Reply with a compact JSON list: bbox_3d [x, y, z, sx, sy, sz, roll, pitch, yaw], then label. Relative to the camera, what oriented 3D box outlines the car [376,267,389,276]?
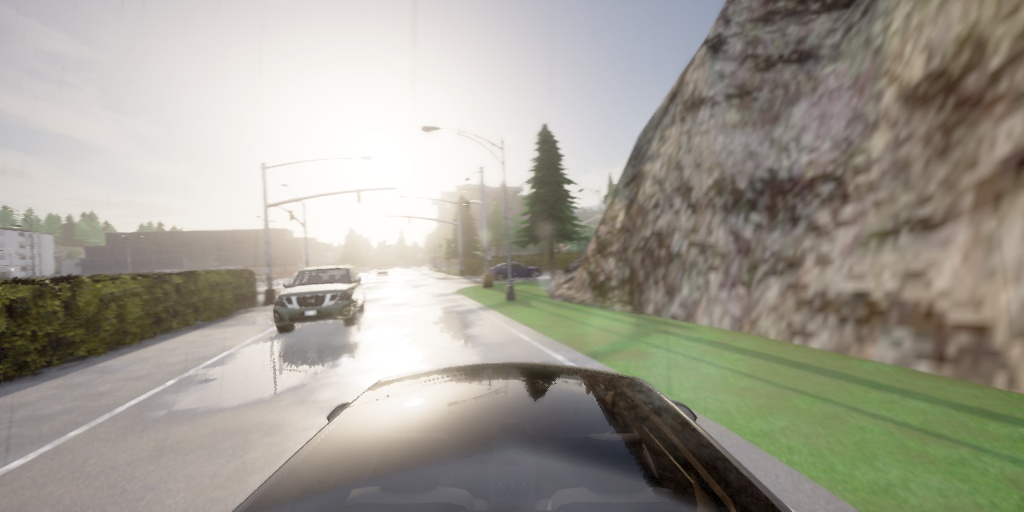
[{"bbox_3d":[-21.493,2.576,59.830,2.033,1.411,5.357,-3,0,-17],"label":"car"}]

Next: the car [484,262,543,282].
[{"bbox_3d":[0.134,1.261,30.204,5.008,1.535,1.882,-3,0,-17],"label":"car"}]

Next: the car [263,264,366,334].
[{"bbox_3d":[-6.653,1.359,13.005,2.150,2.045,5.566,-3,0,-17],"label":"car"}]
